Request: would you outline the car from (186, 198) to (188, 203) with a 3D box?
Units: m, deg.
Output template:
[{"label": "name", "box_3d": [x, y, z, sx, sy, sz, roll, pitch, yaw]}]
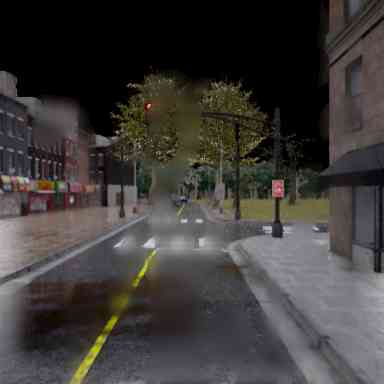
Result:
[{"label": "car", "box_3d": [-2.818, 1.648, 75.460, 1.882, 1.535, 5.008, 0, 0, -30]}]

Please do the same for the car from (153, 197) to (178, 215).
[{"label": "car", "box_3d": [-2.880, 1.541, 34.257, 2.128, 1.511, 4.902, 0, 0, 0]}]

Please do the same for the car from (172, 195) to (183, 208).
[{"label": "car", "box_3d": [-2.890, 1.651, 51.442, 2.033, 1.411, 5.357, 0, 0, 0]}]

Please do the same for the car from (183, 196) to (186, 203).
[{"label": "car", "box_3d": [-3.131, 1.223, 67.967, 2.097, 1.767, 4.553, 0, 0, -10]}]
